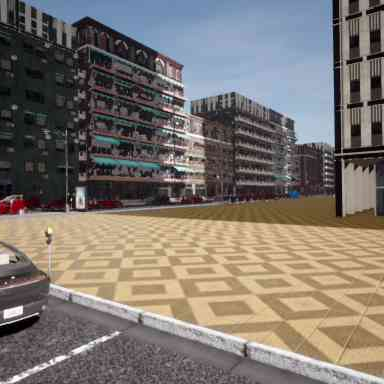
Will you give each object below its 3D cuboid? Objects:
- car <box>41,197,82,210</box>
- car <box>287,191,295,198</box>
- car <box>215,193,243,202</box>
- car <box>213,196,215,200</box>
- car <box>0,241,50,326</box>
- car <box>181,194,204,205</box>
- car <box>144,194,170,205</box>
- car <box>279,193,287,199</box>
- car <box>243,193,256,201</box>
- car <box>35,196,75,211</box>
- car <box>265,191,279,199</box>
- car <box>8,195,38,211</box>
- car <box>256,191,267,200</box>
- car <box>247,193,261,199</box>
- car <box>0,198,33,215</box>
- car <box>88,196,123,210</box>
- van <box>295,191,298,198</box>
[{"bbox_3d":[-16.388,1.415,41.868,1.887,1.381,4.507,-1,0,36],"label":"car"},{"bbox_3d":[22.925,0.931,81.616,1.802,1.307,4.206,-1,0,36],"label":"car"},{"bbox_3d":[6.655,1.093,59.274,2.008,1.369,4.403,-1,0,36],"label":"car"},{"bbox_3d":[6.388,1.028,73.144,1.967,1.590,4.097,-1,0,36],"label":"car"},{"bbox_3d":[-4.419,1.553,6.221,4.403,1.369,2.008,0,-1,36],"label":"car"},{"bbox_3d":[0.146,1.062,50.338,1.967,1.590,4.097,-1,0,36],"label":"car"},{"bbox_3d":[-5.475,1.070,52.421,2.097,1.767,4.553,-1,0,36],"label":"car"},{"bbox_3d":[19.670,0.938,77.147,2.008,1.369,4.403,-1,0,36],"label":"car"},{"bbox_3d":[9.909,1.048,63.742,1.887,1.381,4.507,-1,0,36],"label":"car"},{"bbox_3d":[-15.312,1.371,38.953,1.812,1.442,4.674,-1,0,36],"label":"car"},{"bbox_3d":[16.414,0.740,72.679,2.192,1.841,5.009,-1,0,36],"label":"car"},{"bbox_3d":[-19.644,1.228,37.399,2.192,1.841,5.009,-1,0,36],"label":"car"},{"bbox_3d":[13.163,1.046,68.210,1.802,1.307,4.206,-1,0,36],"label":"car"},{"bbox_3d":[16.152,1.040,86.550,1.947,1.339,4.313,-1,0,36],"label":"car"},{"bbox_3d":[-16.122,1.413,27.996,1.802,1.307,4.206,-1,0,36],"label":"car"},{"bbox_3d":[-9.616,1.186,36.933,1.967,1.590,4.097,-1,0,36],"label":"car"},{"bbox_3d":[26.176,0.654,86.084,1.690,1.788,3.998,-1,0,36],"label":"van"}]
